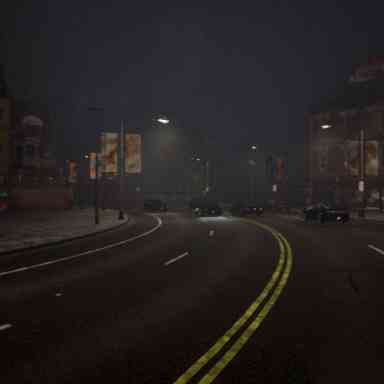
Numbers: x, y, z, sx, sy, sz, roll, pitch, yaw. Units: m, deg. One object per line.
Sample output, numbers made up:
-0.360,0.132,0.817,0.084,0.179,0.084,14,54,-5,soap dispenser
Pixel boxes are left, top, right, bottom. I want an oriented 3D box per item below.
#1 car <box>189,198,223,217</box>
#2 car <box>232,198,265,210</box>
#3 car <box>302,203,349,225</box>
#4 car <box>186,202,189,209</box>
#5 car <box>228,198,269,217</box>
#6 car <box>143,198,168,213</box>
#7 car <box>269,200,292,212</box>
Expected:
1.428,1.584,31.614,1.994,1.385,4.181,0,0,-15,car
7.525,1.564,45.077,2.002,1.452,4.674,0,0,-27,car
9.705,1.530,24.614,2.128,1.511,4.902,0,0,-2,car
0.889,1.530,43.357,1.837,1.490,4.892,0,0,-26,car
5.105,1.578,32.230,2.033,1.411,5.357,0,0,-12,car
-4.189,1.514,37.528,1.837,1.490,4.892,1,-1,-24,car
9.868,1.643,39.847,1.895,1.301,4.718,0,0,-17,car
